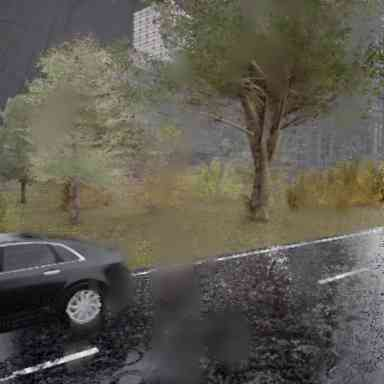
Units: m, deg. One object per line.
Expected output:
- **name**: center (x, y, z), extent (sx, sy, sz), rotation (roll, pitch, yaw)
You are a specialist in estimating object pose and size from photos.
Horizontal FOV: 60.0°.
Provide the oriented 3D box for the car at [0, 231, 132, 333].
- **car**: center (-3.383, 1.462, 5.249), extent (4.892, 1.490, 1.837), rotation (-2, 1, -35)
